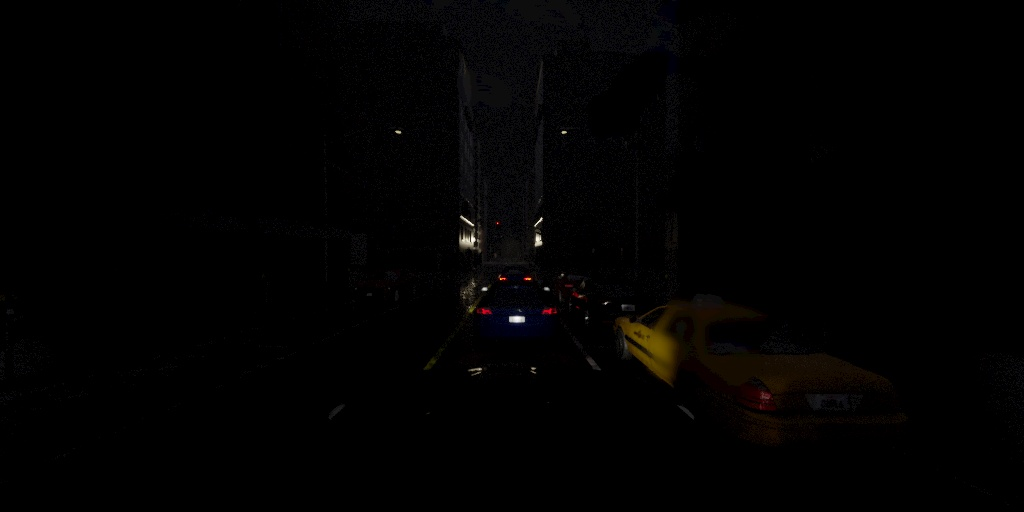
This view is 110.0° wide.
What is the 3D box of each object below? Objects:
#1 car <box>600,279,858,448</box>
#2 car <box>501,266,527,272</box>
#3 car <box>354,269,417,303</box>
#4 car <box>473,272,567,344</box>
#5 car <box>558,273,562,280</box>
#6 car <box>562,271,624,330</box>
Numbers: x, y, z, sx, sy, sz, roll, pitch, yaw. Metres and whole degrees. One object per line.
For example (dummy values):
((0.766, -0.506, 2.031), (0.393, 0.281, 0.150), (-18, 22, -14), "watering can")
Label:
((2.875, 1.274, 5.504), (1.751, 1.417, 4.829), (0, 0, 0), "car")
((0.107, 1.270, 19.619), (1.812, 1.442, 4.674), (0, 0, -2), "car")
((-5.667, 1.290, 16.506), (1.888, 1.381, 4.507), (0, 0, 0), "car")
((0.102, 1.312, 9.605), (1.994, 1.385, 4.181), (0, 0, 0), "car")
((2.878, 1.327, 16.506), (1.802, 1.307, 4.207), (0, 0, 0), "car")
((2.877, 1.313, 10.920), (1.948, 1.339, 4.313), (0, 0, 0), "car")
